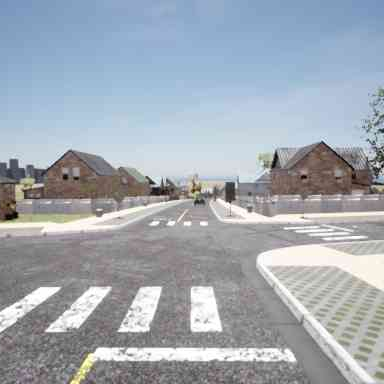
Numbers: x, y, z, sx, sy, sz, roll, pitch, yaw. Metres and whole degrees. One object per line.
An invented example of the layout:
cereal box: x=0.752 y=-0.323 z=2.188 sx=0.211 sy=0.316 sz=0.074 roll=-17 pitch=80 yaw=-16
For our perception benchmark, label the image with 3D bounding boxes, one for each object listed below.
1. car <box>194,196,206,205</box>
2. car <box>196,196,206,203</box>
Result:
car: x=1.475 y=1.555 z=62.223 sx=2.097 sy=1.767 sz=4.553 roll=0 pitch=0 yaw=3
car: x=1.947 y=1.665 z=72.249 sx=2.033 sy=1.411 sz=5.357 roll=0 pitch=0 yaw=3
